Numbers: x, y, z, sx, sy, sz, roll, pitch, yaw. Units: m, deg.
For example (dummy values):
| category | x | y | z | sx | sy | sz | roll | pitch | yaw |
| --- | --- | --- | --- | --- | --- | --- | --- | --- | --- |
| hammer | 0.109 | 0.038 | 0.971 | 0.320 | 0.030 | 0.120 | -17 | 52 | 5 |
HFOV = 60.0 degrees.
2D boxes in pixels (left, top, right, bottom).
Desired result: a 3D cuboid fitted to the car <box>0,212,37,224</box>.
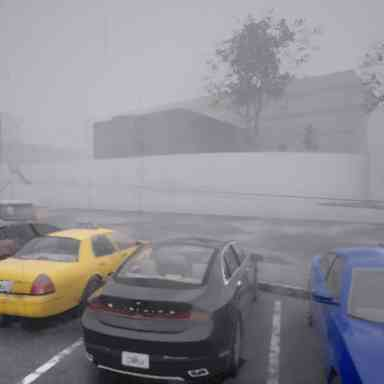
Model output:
| category | x | y | z | sx | sy | sz | roll | pitch | yaw |
| --- | --- | --- | --- | --- | --- | --- | --- | --- | --- |
| car | -4.782 | 1.502 | 9.244 | 2.163 | 1.488 | 4.792 | 0 | -1 | 16 |

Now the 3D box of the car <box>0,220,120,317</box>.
| category | x | y | z | sx | sy | sz | roll | pitch | yaw |
| --- | --- | --- | --- | --- | --- | --- | --- | --- | --- |
| car | -2.311 | 1.476 | 7.662 | 1.946 | 1.575 | 5.366 | 0 | -1 | 16 |

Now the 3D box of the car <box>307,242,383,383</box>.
| category | x | y | z | sx | sy | sz | roll | pitch | yaw |
| --- | --- | --- | --- | --- | --- | --- | --- | --- | --- |
| car | 2.502 | 1.491 | 4.021 | 2.097 | 1.535 | 5.008 | 1 | 0 | 16 |

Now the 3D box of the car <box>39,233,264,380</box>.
| category | x | y | z | sx | sy | sz | roll | pitch | yaw |
| --- | --- | --- | --- | --- | --- | --- | --- | --- | --- |
| car | 0.065 | 1.484 | 5.745 | 2.231 | 1.521 | 4.892 | 0 | -1 | 16 |

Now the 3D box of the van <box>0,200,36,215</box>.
| category | x | y | z | sx | sy | sz | roll | pitch | yaw |
| --- | --- | --- | --- | --- | --- | --- | --- | --- | --- |
| van | -7.240 | 1.240 | 10.836 | 1.878 | 1.987 | 4.442 | 1 | -1 | 16 |
